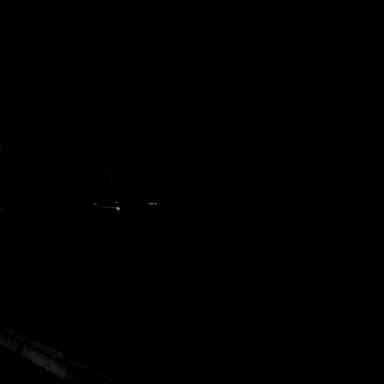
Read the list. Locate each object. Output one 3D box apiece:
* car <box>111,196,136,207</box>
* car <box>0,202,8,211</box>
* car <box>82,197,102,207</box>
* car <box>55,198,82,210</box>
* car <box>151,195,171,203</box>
[{"bbox_3d":[-9.989,1.417,50.296,1.837,1.490,4.892,0,1,39],"label":"car"},{"bbox_3d":[-22.217,1.562,40.708,1.994,1.385,4.181,0,0,38],"label":"car"},{"bbox_3d":[-15.783,1.504,48.692,2.033,1.411,5.357,0,0,39],"label":"car"},{"bbox_3d":[-17.051,1.538,41.529,2.033,1.411,5.357,0,0,39],"label":"car"},{"bbox_3d":[-5.701,1.309,61.188,1.994,1.385,4.181,0,1,38],"label":"car"}]
